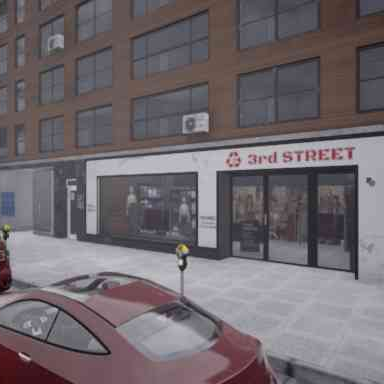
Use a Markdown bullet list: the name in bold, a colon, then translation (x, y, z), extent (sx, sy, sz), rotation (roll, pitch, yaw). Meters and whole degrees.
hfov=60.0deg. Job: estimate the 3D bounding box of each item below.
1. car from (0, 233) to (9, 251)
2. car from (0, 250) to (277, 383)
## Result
- **car**: translation (-5.693, 1.312, 6.858), extent (5.009, 1.841, 2.192), rotation (0, 0, 35)
- **car**: translation (-1.196, 1.581, 3.659), extent (4.206, 1.307, 1.802), rotation (0, 0, 35)
